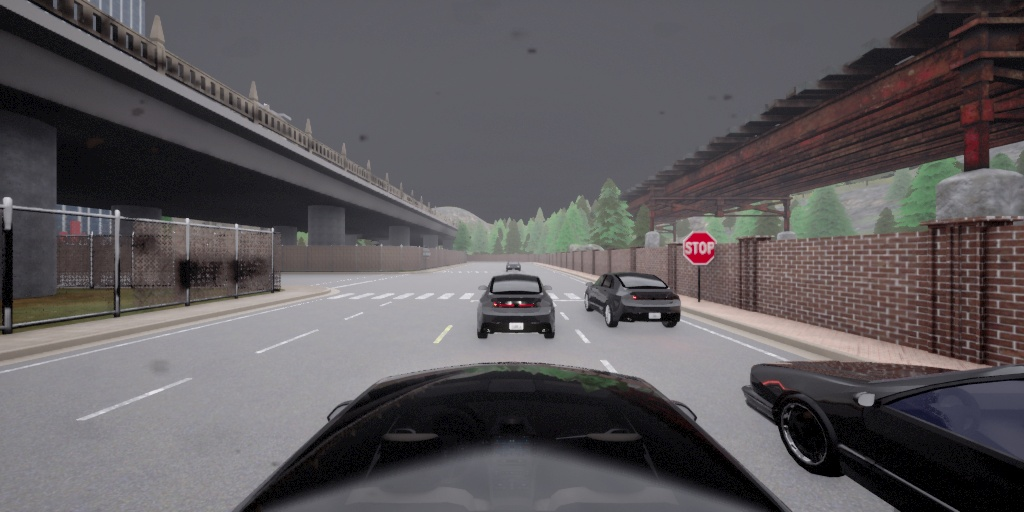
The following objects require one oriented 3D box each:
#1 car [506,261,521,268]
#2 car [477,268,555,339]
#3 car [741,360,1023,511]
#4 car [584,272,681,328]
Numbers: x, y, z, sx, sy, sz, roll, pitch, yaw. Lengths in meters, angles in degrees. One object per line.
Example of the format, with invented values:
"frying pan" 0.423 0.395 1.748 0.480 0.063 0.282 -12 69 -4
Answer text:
"car" 0.166 1.351 46.360 1.895 1.301 4.718 0 0 -1
"car" 0.095 1.255 10.083 1.837 1.490 4.892 0 0 0
"car" 3.600 1.297 1.697 2.033 1.411 5.357 0 0 0
"car" 3.596 1.255 11.443 1.837 1.490 4.892 0 0 0
